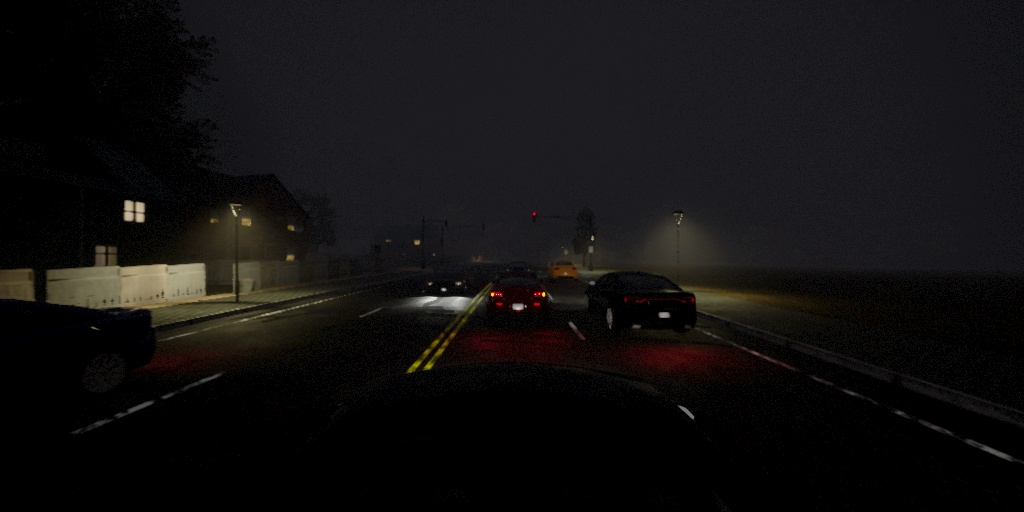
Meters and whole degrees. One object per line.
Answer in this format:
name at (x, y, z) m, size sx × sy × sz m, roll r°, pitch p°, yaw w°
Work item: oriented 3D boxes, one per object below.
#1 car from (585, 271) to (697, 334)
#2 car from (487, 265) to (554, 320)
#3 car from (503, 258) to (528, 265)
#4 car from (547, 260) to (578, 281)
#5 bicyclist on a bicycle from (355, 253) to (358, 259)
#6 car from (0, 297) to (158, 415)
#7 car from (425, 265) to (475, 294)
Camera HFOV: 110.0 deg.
car at (3.426, 1.164, 10.478) m, size 1.882 × 1.535 × 5.008 m, roll 0°, pitch 0°, yaw 1°
car at (0.195, 1.200, 12.055) m, size 1.812 × 1.442 × 4.674 m, roll 0°, pitch 0°, yaw 1°
car at (0.493, 1.096, 26.836) m, size 1.812 × 1.442 × 4.674 m, roll 0°, pitch 0°, yaw 1°
car at (3.775, 1.044, 27.228) m, size 1.882 × 1.535 × 5.008 m, roll 0°, pitch 0°, yaw 2°
bicyclist on a bicycle at (-23.507, 0.387, 54.311) m, size 0.582 × 1.620 × 1.656 m, roll 1°, pitch 0°, yaw 16°
car at (-6.588, 1.213, 3.553) m, size 1.882 × 1.535 × 5.008 m, roll 0°, pitch 0°, yaw 0°
car at (-3.133, 1.170, 19.377) m, size 2.033 × 1.411 × 5.357 m, roll 0°, pitch 0°, yaw 1°
